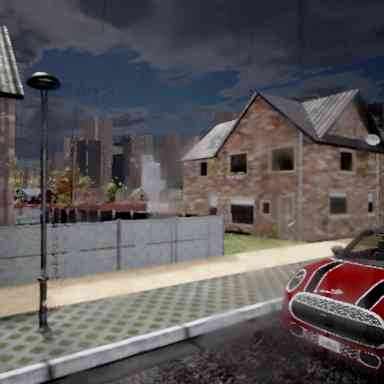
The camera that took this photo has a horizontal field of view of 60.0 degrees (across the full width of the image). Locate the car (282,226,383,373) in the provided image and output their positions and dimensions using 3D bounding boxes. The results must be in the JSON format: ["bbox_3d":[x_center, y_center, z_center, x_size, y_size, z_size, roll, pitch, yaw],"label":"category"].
[{"bbox_3d":[3.614,1.386,5.613,4.553,1.767,2.097,0,0,-35],"label":"car"}]
